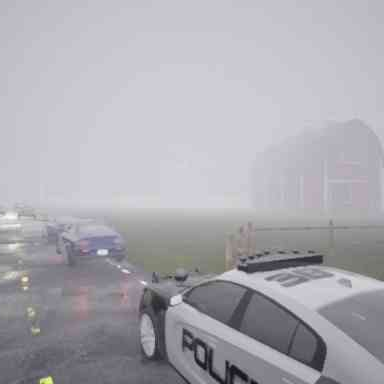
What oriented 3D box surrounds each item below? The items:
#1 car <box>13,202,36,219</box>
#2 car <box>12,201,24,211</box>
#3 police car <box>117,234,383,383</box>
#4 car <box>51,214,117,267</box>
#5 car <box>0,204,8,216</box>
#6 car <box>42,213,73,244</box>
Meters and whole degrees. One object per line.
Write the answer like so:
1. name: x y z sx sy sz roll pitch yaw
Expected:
1. car: -18.154 2.182 36.424 2.033 1.411 5.357 1 -1 -28
2. car: -27.822 2.279 53.712 2.097 1.767 4.553 1 -1 -29
3. police car: 0.903 1.498 3.774 1.930 1.638 5.238 1 -1 -29
4. car: -3.905 1.748 12.414 1.812 1.442 4.674 1 -1 -29
5. car: -24.290 2.267 41.703 2.033 1.411 5.357 1 -1 -29
6. car: -6.822 1.839 17.656 1.812 1.442 4.674 1 -1 -29
